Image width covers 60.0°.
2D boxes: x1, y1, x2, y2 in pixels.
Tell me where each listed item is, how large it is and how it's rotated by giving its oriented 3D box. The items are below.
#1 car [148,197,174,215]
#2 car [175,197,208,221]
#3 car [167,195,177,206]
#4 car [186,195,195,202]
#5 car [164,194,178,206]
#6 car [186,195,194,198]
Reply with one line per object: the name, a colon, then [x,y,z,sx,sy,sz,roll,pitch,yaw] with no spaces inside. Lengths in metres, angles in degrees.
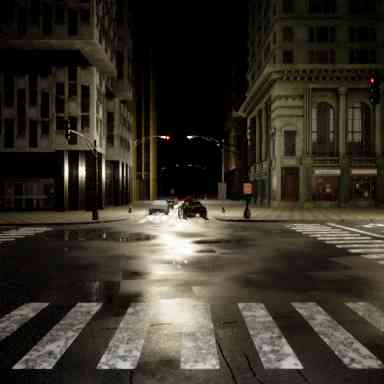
car: [-3.204,1.528,33.565,2.033,1.411,5.357,0,0,0]
car: [0.021,1.494,27.302,1.837,1.490,4.892,-3,0,-10]
car: [-3.278,1.458,43.480,2.128,1.511,4.902,0,0,0]
car: [-0.400,1.454,73.652,1.994,1.385,4.181,0,0,0]
car: [-3.344,1.300,53.773,2.097,1.767,4.553,0,0,0]
car: [-0.236,1.451,63.840,1.812,1.442,4.674,0,0,0]
